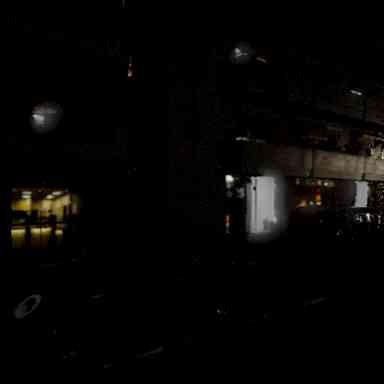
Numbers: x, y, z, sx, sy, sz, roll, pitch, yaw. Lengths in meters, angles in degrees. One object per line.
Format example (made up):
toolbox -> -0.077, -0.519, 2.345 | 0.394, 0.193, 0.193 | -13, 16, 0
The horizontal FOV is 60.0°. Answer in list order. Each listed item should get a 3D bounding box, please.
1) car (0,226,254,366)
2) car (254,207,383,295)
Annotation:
car -> -1.142, 1.453, 5.743 | 4.097, 1.590, 1.967 | 0, 0, -36
car -> 3.447, 1.356, 9.017 | 5.009, 1.841, 2.192 | 0, 0, -36
